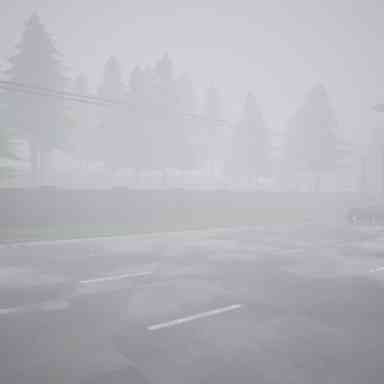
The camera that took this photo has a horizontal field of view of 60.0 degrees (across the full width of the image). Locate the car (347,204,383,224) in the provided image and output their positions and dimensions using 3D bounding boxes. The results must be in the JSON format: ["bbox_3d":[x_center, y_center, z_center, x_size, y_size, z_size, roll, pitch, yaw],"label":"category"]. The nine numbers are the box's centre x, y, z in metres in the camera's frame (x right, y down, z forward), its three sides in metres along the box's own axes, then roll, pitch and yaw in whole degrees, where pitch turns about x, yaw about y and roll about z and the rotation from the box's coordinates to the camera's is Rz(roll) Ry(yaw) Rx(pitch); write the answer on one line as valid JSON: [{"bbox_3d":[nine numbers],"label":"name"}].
[{"bbox_3d":[14.491,1.746,26.977,4.892,1.490,1.837,0,0,-35],"label":"car"}]
